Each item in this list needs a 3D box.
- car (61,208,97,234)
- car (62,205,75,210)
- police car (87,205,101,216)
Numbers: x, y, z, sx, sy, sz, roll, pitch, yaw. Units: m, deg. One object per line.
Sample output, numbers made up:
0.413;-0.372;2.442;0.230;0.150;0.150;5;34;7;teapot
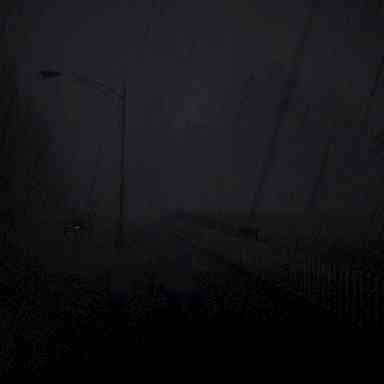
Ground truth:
-7.813;2.085;23.162;1.812;1.442;4.674;2;-2;-14;car
-20.000;2.798;54.080;2.033;1.411;5.357;2;-2;-15;car
-14.694;2.756;49.636;2.038;1.542;4.974;2;-1;-15;police car
